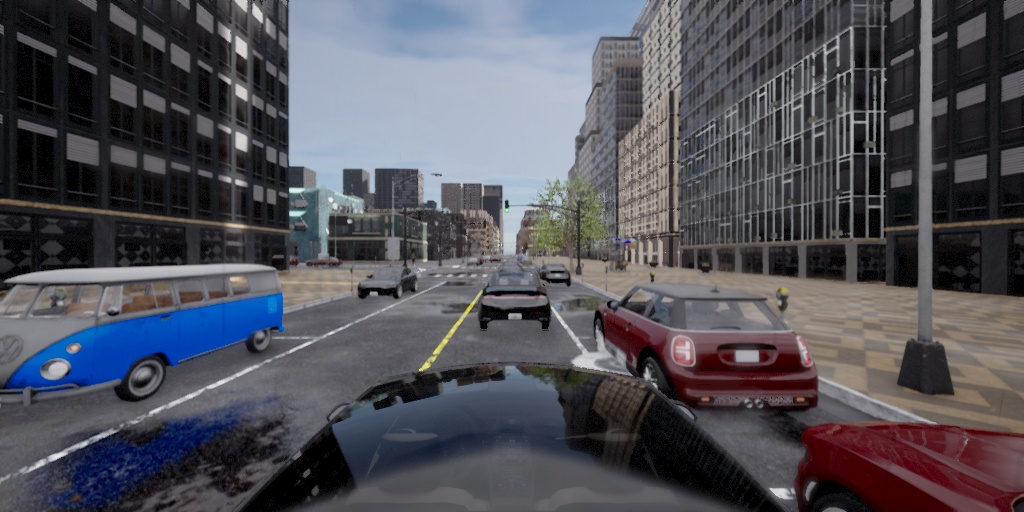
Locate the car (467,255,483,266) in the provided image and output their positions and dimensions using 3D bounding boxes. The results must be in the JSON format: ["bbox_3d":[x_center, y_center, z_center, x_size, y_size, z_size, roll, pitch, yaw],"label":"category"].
[{"bbox_3d":[-5.897,0.851,55.099,1.802,1.307,4.207,0,0,0],"label":"car"}]

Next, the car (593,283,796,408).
[{"bbox_3d":[2.675,1.150,6.041,1.967,1.591,4.097,0,0,0],"label":"car"}]

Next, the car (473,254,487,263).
[{"bbox_3d":[-5.919,0.534,60.650,2.192,1.841,5.009,0,0,0],"label":"car"}]

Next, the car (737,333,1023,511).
[{"bbox_3d":[2.696,1.306,0.502,1.888,1.381,4.507,0,0,0],"label":"car"}]

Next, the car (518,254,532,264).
[{"bbox_3d":[2.460,0.744,60.855,1.751,1.417,4.829,0,0,0],"label":"car"}]

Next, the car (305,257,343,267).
[{"bbox_3d":[-22.985,0.709,43.944,4.207,1.307,1.802,0,0,-1],"label":"car"}]

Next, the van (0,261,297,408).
[{"bbox_3d":[-5.705,1.052,6.008,1.690,1.789,3.998,0,0,0],"label":"van"}]

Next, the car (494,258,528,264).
[{"bbox_3d":[-0.159,1.074,28.311,1.994,1.385,4.181,0,1,-4],"label":"car"}]

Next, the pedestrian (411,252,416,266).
[{"bbox_3d":[-12.926,0.379,47.066,0.375,1.860,0.375,0,0,-1],"label":"pedestrian"}]

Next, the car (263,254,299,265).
[{"bbox_3d":[-28.533,0.499,43.844,4.097,1.591,1.967,0,0,-1],"label":"car"}]

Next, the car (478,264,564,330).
[{"bbox_3d":[0.065,1.161,10.755,2.128,1.511,4.902,0,1,0],"label":"car"}]

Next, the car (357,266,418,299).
[{"bbox_3d":[-5.749,1.177,17.086,1.948,1.339,4.313,0,0,0],"label":"car"}]

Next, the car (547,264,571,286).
[{"bbox_3d":[2.610,1.127,22.658,1.948,1.339,4.313,0,0,0],"label":"car"}]
